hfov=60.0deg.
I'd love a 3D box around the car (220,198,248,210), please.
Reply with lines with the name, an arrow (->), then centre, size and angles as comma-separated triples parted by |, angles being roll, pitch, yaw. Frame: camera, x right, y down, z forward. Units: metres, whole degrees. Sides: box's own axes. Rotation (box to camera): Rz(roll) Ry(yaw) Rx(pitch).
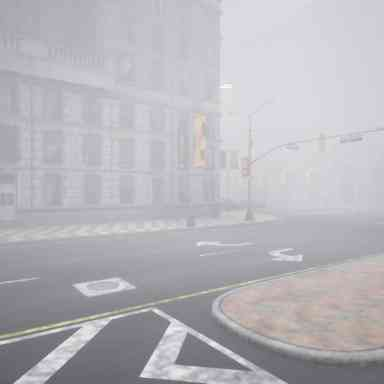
car -> 4.712, 1.548, 43.484 | 2.033, 1.411, 5.357 | 0, 0, -36

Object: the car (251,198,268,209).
car -> 8.135, 1.564, 44.725 | 1.994, 1.385, 4.181 | 0, 0, -36
